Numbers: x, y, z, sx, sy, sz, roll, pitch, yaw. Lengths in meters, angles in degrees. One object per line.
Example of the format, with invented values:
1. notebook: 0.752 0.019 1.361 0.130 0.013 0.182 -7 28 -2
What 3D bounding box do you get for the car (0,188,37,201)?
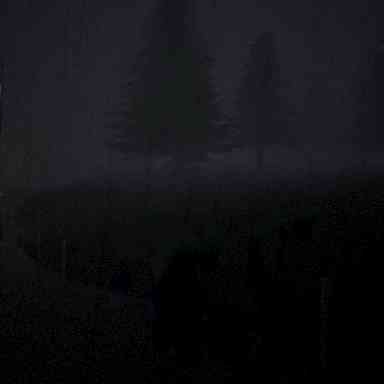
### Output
1. car: -19.315 0.251 37.235 2.033 1.411 5.357 2 1 -2
